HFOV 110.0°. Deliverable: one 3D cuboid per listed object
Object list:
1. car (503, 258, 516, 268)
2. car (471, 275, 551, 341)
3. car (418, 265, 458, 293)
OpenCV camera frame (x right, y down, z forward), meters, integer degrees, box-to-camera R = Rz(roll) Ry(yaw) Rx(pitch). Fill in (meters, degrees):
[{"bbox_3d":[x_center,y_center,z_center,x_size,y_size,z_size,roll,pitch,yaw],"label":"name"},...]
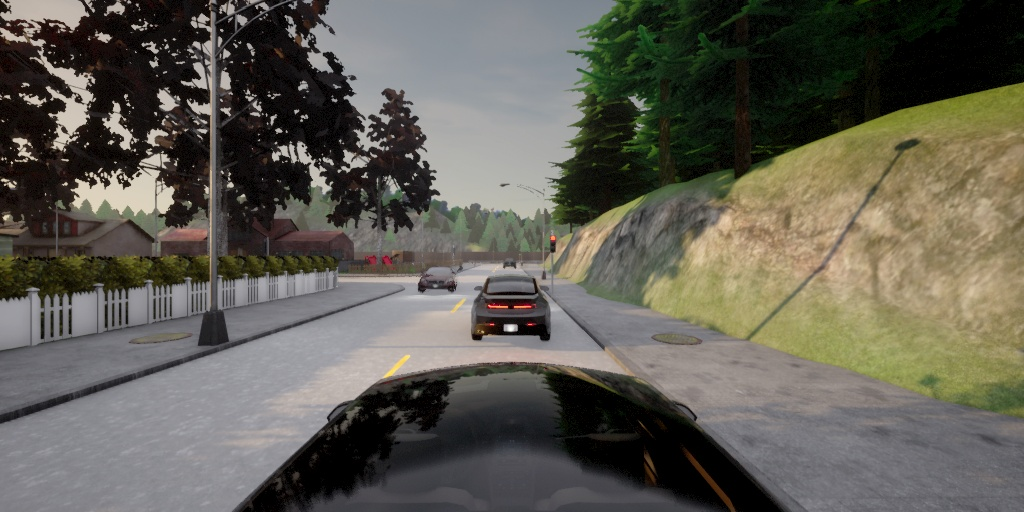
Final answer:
[{"bbox_3d":[-0.393,1.103,60.576,2.097,1.767,4.553,0,0,0],"label":"car"},{"bbox_3d":[-0.017,1.255,9.914,1.837,1.490,4.892,0,0,0],"label":"car"},{"bbox_3d":[-4.148,1.276,20.850,1.812,1.442,4.674,1,0,-5],"label":"car"}]
